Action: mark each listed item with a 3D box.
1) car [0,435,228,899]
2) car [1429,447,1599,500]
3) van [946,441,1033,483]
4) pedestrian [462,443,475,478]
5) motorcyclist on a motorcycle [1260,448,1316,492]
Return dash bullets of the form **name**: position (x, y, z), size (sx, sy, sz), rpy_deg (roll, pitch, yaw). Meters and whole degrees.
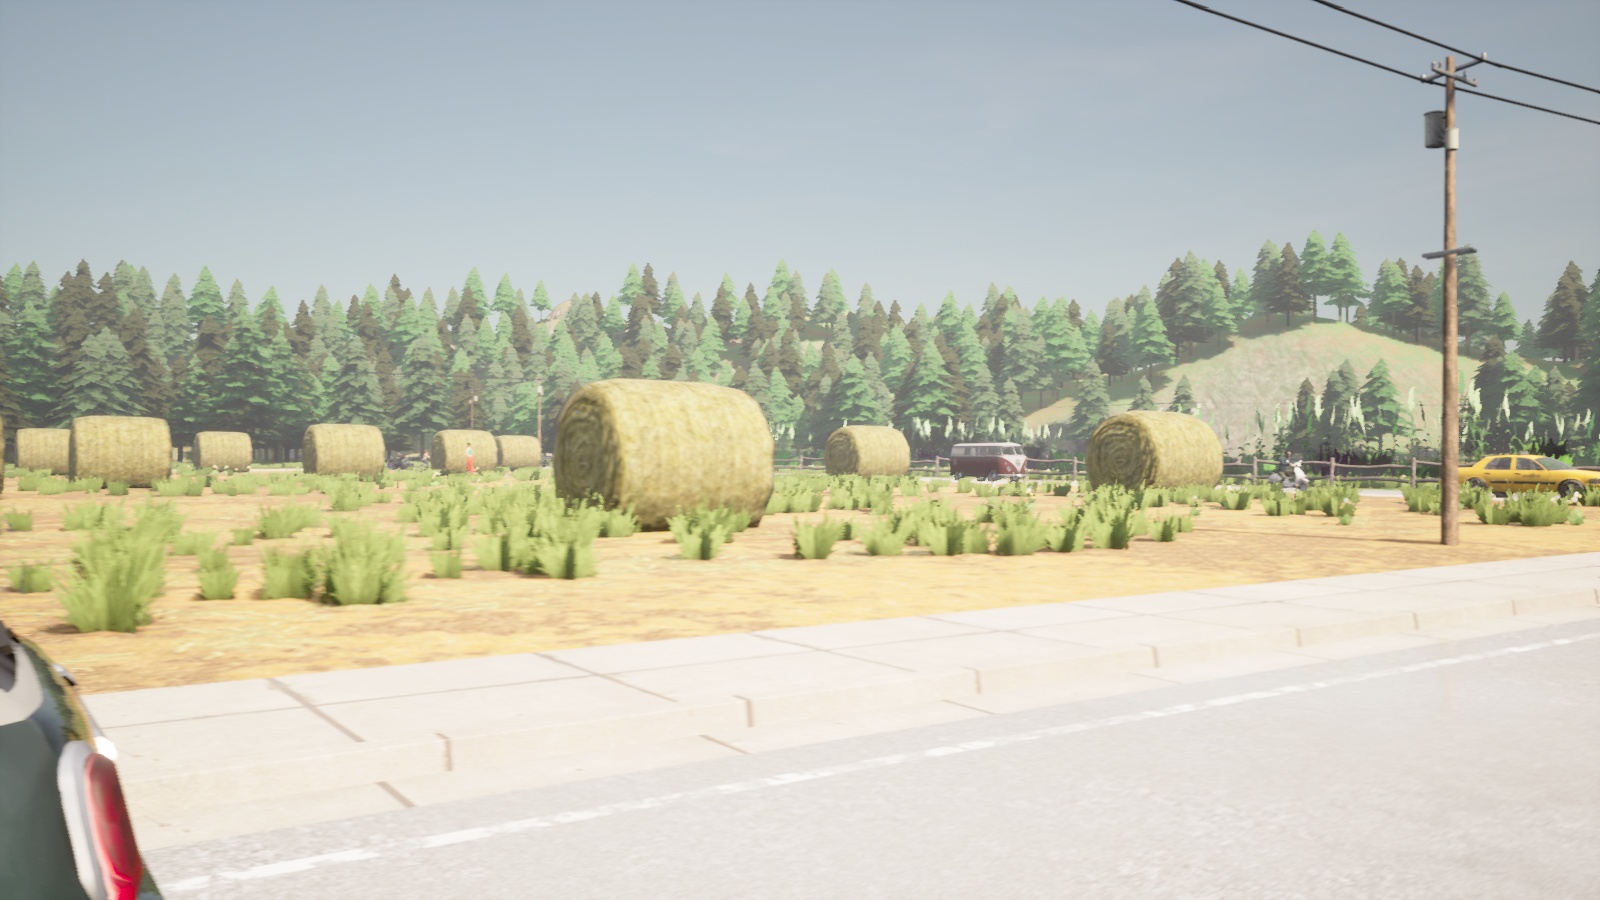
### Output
- **car**: position (-2.976, 0.720, 1.594), size (3.806, 1.475, 1.970), rpy_deg (0, 0, -35)
- **car**: position (22.996, 0.698, 39.761), size (1.801, 1.575, 5.366), rpy_deg (0, 0, -32)
- **van**: position (9.273, 0.595, 61.837), size (1.775, 1.987, 4.442), rpy_deg (0, 0, -32)
- **pedestrian**: position (-17.422, 0.569, 65.981), size (0.594, 1.836, 0.345), rpy_deg (0, 0, 9)
- **motorcyclist on a motorcycle**: position (18.354, 0.740, 47.237), size (0.866, 1.590, 1.817), rpy_deg (0, 0, -32)
